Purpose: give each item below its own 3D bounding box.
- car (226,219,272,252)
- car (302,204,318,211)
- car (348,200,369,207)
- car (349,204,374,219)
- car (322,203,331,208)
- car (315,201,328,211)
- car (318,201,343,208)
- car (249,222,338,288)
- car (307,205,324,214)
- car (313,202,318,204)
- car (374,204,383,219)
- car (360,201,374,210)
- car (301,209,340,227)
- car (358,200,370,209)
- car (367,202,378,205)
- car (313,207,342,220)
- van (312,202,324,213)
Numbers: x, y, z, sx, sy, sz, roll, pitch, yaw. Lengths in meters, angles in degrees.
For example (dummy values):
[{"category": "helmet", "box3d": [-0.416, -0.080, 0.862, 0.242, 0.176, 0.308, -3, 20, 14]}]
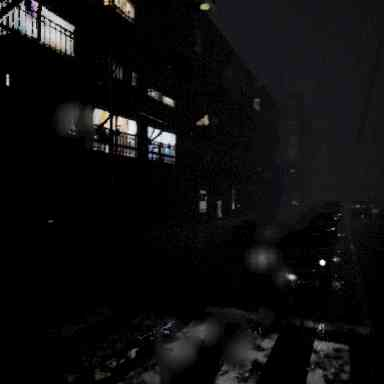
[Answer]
[{"category": "car", "box3d": [2.895, 1.946, 15.484, 1.802, 1.307, 4.206, -2, -2, 24]}, {"category": "car", "box3d": [14.444, 2.488, 40.998, 1.802, 1.307, 4.206, -2, -2, 24]}, {"category": "car", "box3d": [24.564, 2.262, 49.381, 2.150, 2.045, 5.566, -1, -1, 24]}, {"category": "car", "box3d": [19.832, 2.418, 38.921, 1.895, 1.301, 4.718, -1, -2, 24]}, {"category": "car", "box3d": [35.199, 3.467, 86.935, 1.802, 1.307, 4.206, -2, -2, 24]}, {"category": "car", "box3d": [25.965, 2.764, 66.528, 2.192, 1.841, 5.009, -2, -2, 24]}, {"category": "car", "box3d": [16.154, 2.053, 38.452, 2.150, 2.045, 5.566, -1, -2, 24]}, {"category": "car", "box3d": [3.361, 1.835, 10.261, 1.895, 1.301, 4.718, -1, -2, 24]}, {"category": "car", "box3d": [19.062, 2.674, 51.204, 2.008, 1.369, 4.403, -2, -2, 24]}, {"category": "car", "box3d": [16.750, 2.455, 46.104, 1.967, 1.590, 4.097, -2, -2, 24]}, {"category": "car", "box3d": [22.036, 2.350, 37.533, 1.802, 1.307, 4.206, -2, -2, 24]}, {"category": "car", "box3d": [35.888, 2.735, 68.157, 2.192, 1.841, 5.009, -2, -2, 24]}, {"category": "car", "box3d": [7.533, 1.955, 19.469, 1.812, 1.442, 4.674, -1, -2, 24]}, {"category": "car", "box3d": [40.508, 2.952, 78.362, 2.192, 1.841, 5.009, -2, -2, 24]}, {"category": "car", "box3d": [26.724, 2.513, 47.894, 1.752, 1.417, 4.829, -2, -2, 24]}, {"category": "car", "box3d": [11.682, 2.225, 28.662, 1.895, 1.301, 4.718, -1, -2, 24]}, {"category": "van", "box3d": [21.367, 2.573, 56.313, 1.690, 1.788, 3.998, -2, -2, 24]}]
